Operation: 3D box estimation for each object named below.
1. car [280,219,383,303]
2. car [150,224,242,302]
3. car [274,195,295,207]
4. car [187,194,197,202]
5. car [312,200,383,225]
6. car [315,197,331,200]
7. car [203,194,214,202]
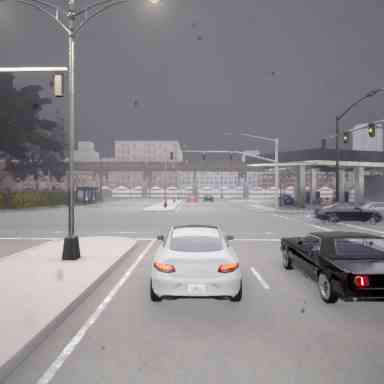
[{"bbox_3d":[3.590,1.599,8.116,1.895,1.301,4.718,0,0,0],"label":"car"},{"bbox_3d":[0.085,1.517,8.133,1.812,1.442,4.674,0,0,0],"label":"car"},{"bbox_3d":[13.229,1.262,47.671,2.242,1.667,4.611,0,0,0],"label":"car"},{"bbox_3d":[0.026,1.250,72.320,2.097,1.767,4.553,0,0,0],"label":"car"},{"bbox_3d":[11.029,1.520,23.785,4.674,1.442,1.812,0,0,-1],"label":"car"},{"bbox_3d":[18.973,1.434,48.432,1.970,1.475,3.806,0,0,0],"label":"car"},{"bbox_3d":[3.526,1.257,72.319,2.097,1.767,4.553,0,0,0],"label":"car"}]
